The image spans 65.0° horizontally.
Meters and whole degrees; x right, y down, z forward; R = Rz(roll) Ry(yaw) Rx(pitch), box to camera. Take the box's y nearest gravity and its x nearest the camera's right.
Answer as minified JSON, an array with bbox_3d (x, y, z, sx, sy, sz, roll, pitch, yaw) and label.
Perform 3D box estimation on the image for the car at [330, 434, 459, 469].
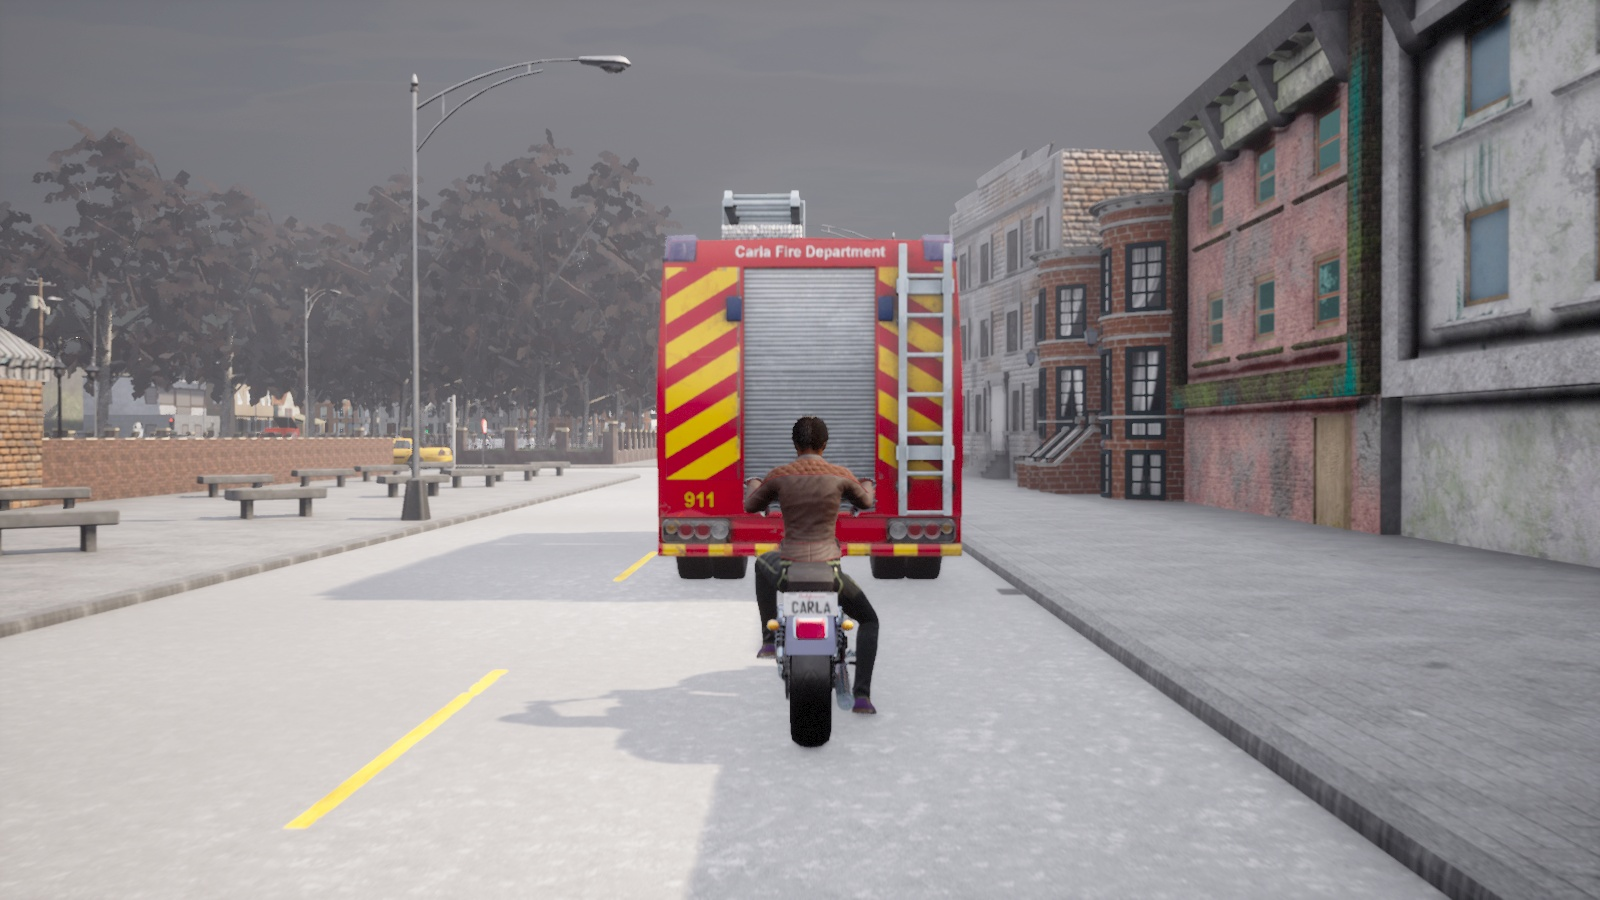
[{"bbox_3d":[-18.579,0.061,57.696,5.366,1.575,1.801,0,1,-2],"label":"car"}]

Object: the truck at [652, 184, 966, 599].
[{"bbox_3d":[0.106,-0.586,15.830,2.891,3.827,8.468,0,1,0],"label":"truck"}]

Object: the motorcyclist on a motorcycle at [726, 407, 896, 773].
[{"bbox_3d":[0.054,0.624,6.838,0.766,1.649,2.350,0,0,0],"label":"motorcyclist on a motorcycle"}]
